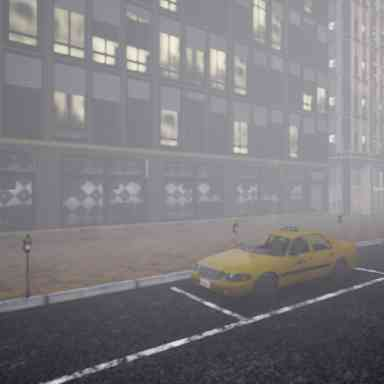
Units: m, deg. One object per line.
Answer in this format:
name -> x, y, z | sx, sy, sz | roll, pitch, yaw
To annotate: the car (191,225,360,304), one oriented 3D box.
car -> 2.231, 1.530, 8.154 | 4.829, 1.417, 1.752 | 0, 0, -36
